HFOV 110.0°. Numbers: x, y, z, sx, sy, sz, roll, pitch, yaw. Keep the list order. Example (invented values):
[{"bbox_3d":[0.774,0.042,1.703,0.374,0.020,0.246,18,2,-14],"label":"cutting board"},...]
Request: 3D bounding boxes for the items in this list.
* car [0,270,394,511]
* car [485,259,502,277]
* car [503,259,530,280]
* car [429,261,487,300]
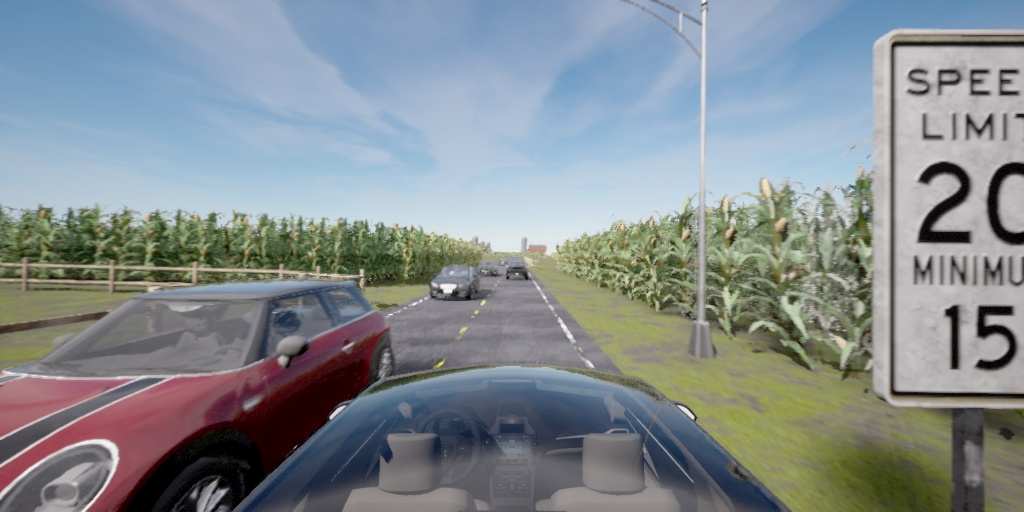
[{"bbox_3d":[-2.849,1.073,3.523,2.097,1.767,4.553,1,0,1],"label":"car"},{"bbox_3d":[-2.311,1.199,34.512,1.837,1.490,4.892,1,0,1],"label":"car"},{"bbox_3d":[0.456,1.228,31.217,1.837,1.490,4.892,1,0,1],"label":"car"},{"bbox_3d":[-2.641,1.204,17.444,2.128,1.511,4.902,1,0,1],"label":"car"}]
